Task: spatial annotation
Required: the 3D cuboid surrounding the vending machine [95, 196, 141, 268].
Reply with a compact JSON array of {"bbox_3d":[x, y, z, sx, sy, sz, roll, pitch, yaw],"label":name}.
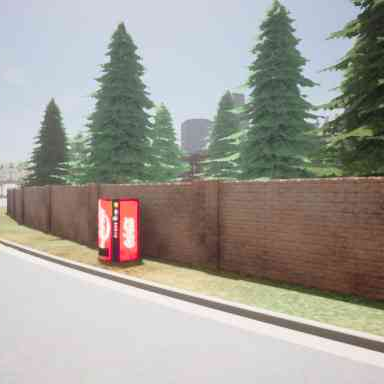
[{"bbox_3d":[-2.324,1.194,10.512,0.880,2.100,1.100,0,0,42],"label":"vending machine"}]
